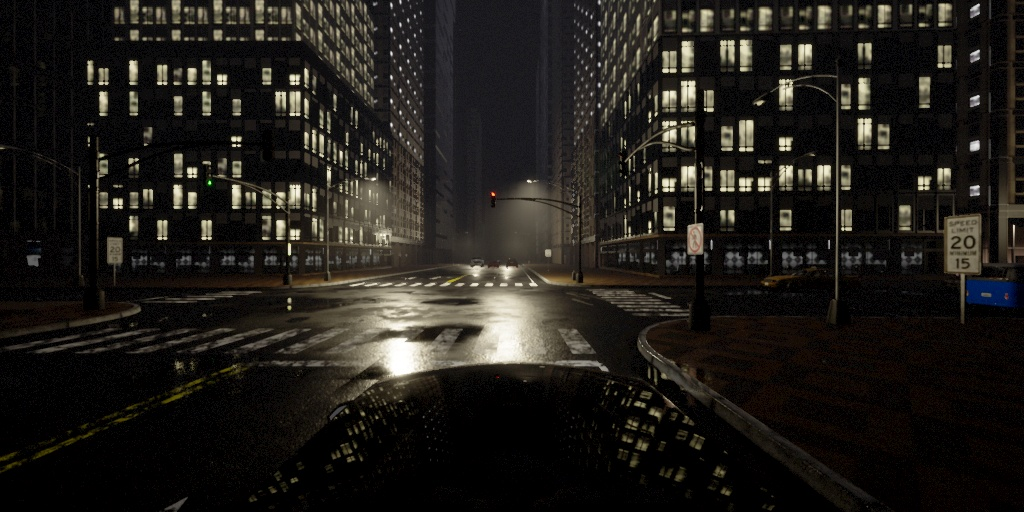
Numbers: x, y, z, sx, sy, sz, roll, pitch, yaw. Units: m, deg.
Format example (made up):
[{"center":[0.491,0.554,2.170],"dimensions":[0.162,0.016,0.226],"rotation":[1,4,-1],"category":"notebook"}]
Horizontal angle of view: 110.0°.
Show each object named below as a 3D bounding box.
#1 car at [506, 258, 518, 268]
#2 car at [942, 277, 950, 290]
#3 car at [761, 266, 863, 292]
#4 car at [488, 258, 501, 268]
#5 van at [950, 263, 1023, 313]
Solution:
[{"center":[0.013,1.204,63.560],"dimensions":[2.097,1.767,4.553],"rotation":[0,0,0],"category":"car"},{"center":[26.926,1.354,20.099],"dimensions":[4.207,1.307,1.802],"rotation":[0,0,2],"category":"car"},{"center":[17.091,1.290,20.586],"dimensions":[4.829,1.417,1.751],"rotation":[0,0,2],"category":"car"},{"center":[-3.237,1.452,63.203],"dimensions":[1.895,1.301,4.718],"rotation":[0,0,0],"category":"car"},{"center":[18.360,1.117,12.413],"dimensions":[3.998,1.789,1.690],"rotation":[0,0,2],"category":"van"}]
